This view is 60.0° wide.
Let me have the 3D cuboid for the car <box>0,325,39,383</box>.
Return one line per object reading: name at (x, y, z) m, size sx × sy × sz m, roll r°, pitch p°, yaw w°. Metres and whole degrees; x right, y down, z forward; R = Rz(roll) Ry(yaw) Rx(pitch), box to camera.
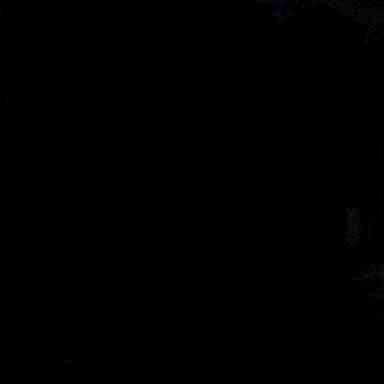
car at (-3.184, 1.531, 1.418) m, size 4.674 × 1.442 × 1.812 m, roll 0°, pitch 0°, yaw -35°
